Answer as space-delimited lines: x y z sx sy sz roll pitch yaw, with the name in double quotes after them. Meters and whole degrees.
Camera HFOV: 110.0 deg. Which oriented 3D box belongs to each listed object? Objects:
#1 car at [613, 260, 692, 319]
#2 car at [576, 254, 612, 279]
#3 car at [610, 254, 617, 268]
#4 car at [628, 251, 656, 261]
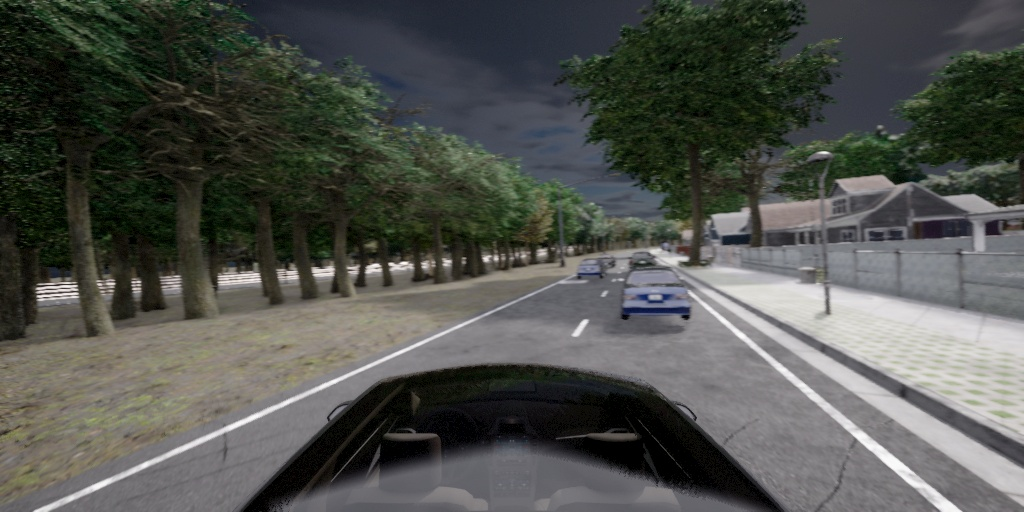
4.389 1.021 11.299 2.033 1.411 5.357 -3 0 19 "car"
5.972 0.876 26.572 2.033 1.411 5.357 -3 0 19 "car"
10.471 0.486 39.629 2.128 1.511 4.902 -3 1 20 "car"
10.530 0.419 29.015 2.097 1.767 4.553 -3 0 19 "car"
